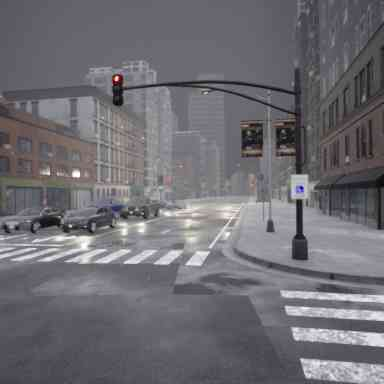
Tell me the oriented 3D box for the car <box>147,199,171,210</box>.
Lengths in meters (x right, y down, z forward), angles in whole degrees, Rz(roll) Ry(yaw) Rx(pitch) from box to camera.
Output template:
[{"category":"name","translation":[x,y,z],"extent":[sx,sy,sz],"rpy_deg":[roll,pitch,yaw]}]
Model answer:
[{"category":"car","translation":[-4.681,1.794,48.347],"extent":[2.033,1.411,5.357],"rpy_deg":[-1,0,11]}]

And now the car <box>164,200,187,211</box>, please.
[{"category":"car","translation":[-2.078,1.794,44.539],"extent":[1.895,1.301,4.718],"rpy_deg":[-1,0,10]}]

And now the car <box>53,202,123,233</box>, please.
[{"category":"car","translation":[-6.325,1.644,20.860],"extent":[1.837,1.490,4.892],"rpy_deg":[-1,0,10]}]

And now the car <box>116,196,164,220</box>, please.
[{"category":"car","translation":[-4.593,1.377,30.567],"extent":[2.150,2.045,5.566],"rpy_deg":[-1,0,11]}]

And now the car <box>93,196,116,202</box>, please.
[{"category":"car","translation":[-7.898,1.417,30.571],"extent":[2.150,2.045,5.566],"rpy_deg":[-1,0,10]}]

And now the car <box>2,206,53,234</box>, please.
[{"category":"car","translation":[-9.669,1.672,20.856],"extent":[2.128,1.511,4.902],"rpy_deg":[-1,0,8]}]
